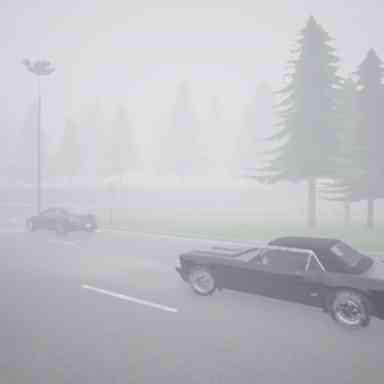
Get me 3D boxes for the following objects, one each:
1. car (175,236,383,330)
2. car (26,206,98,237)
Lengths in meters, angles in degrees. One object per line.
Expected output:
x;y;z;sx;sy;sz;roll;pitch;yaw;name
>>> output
1.963;1.590;6.897;4.718;1.301;1.895;0;0;36;car
-6.924;1.454;17.665;4.674;1.442;1.812;0;0;36;car
